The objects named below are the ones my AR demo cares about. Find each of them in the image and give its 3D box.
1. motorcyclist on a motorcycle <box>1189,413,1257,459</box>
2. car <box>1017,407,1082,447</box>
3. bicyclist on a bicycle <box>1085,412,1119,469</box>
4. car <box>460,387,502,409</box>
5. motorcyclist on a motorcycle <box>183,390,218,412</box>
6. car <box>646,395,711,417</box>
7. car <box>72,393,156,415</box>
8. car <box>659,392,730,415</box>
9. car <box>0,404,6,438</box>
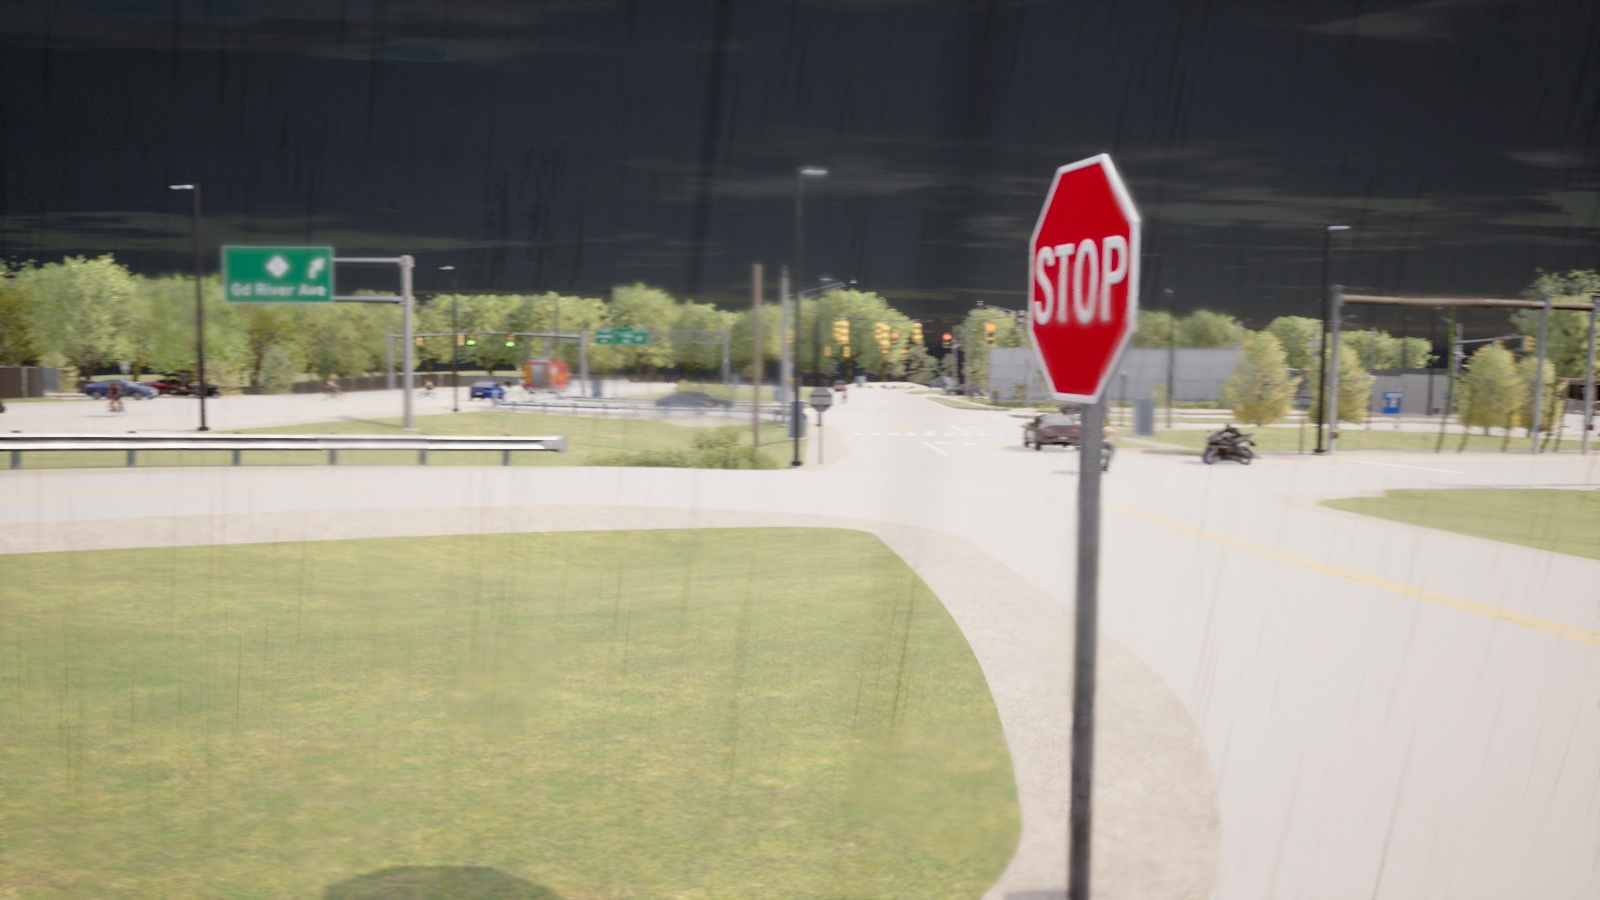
[{"bbox_3d":[14.822,-0.509,44.016,2.191,1.530,0.866,-1,4,-24],"label":"motorcyclist on a motorcycle"},{"bbox_3d":[10.135,-0.971,51.371,1.812,1.442,4.674,-1,3,1],"label":"car"},{"bbox_3d":[9.006,-0.299,37.465,0.866,1.612,1.509,0,3,9],"label":"bicyclist on a bicycle"},{"bbox_3d":[-24.250,-3.978,95.578,1.882,1.535,5.008,2,4,0],"label":"car"},{"bbox_3d":[-42.671,-3.468,89.407,2.044,1.523,0.797,0,4,3],"label":"motorcyclist on a motorcycle"},{"bbox_3d":[-8.268,-3.001,85.680,4.181,1.385,1.994,1,4,2],"label":"car"},{"bbox_3d":[-46.985,-3.156,86.042,4.674,1.442,1.812,0,4,0],"label":"car"},{"bbox_3d":[-7.483,-3.317,89.253,4.892,1.490,1.837,-1,4,-1],"label":"car"},{"bbox_3d":[-35.275,-1.082,51.440,2.033,1.411,5.357,-1,4,1],"label":"car"}]
